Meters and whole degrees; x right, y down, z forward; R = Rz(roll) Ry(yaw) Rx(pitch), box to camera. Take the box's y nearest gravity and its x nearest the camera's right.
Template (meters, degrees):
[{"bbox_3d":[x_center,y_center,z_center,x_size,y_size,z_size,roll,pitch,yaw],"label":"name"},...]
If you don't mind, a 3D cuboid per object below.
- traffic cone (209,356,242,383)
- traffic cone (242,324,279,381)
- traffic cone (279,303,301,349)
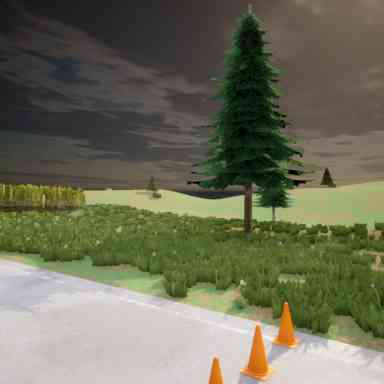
[{"bbox_3d":[0.243,1.955,3.359,0.340,0.580,0.340,0,0,36],"label":"traffic cone"},{"bbox_3d":[0.828,1.955,4.171,0.340,0.580,0.340,0,0,36],"label":"traffic cone"},{"bbox_3d":[1.412,1.955,4.982,0.340,0.580,0.340,0,0,36],"label":"traffic cone"}]
